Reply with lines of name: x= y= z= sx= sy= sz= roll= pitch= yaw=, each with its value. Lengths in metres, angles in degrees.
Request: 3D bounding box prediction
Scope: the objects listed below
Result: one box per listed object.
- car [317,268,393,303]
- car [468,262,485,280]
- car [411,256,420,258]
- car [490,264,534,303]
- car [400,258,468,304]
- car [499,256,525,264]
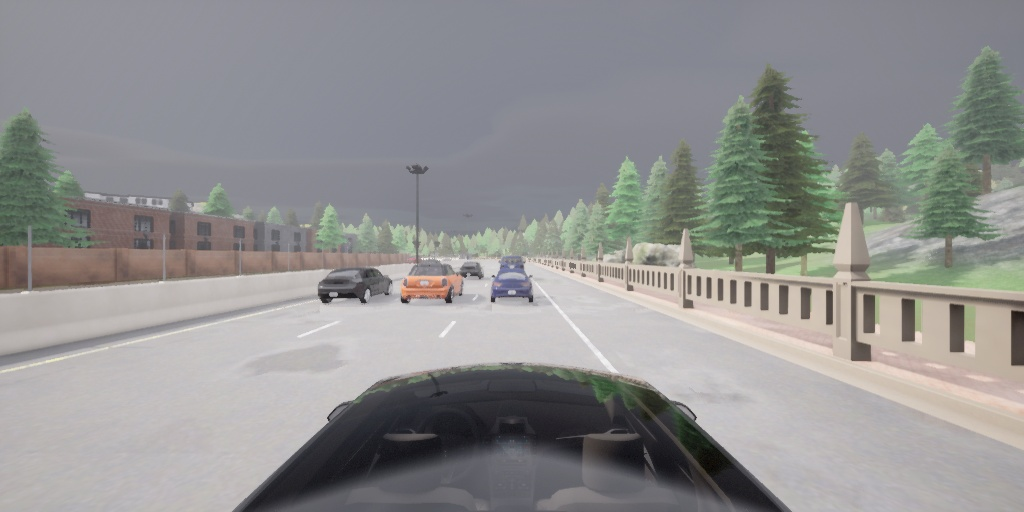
car: x=-7.000 y=1.263 z=16.500 sx=1.837 sy=1.490 sz=4.892 roll=0 pitch=0 yaw=0
car: x=-3.500 y=1.264 z=31.500 sx=1.837 sy=1.490 sz=4.892 roll=0 pitch=0 yaw=0
car: x=-7.000 y=1.113 z=31.470 sx=2.097 sy=1.767 sz=4.553 roll=0 pitch=0 yaw=0
car: x=0.000 y=1.280 z=16.500 sx=1.812 sy=1.442 sz=4.674 roll=0 pitch=0 yaw=0
car: x=-3.500 y=1.113 z=16.470 sx=2.097 sy=1.767 sz=4.553 roll=0 pitch=0 yaw=0
car: x=0.000 y=1.005 z=31.530 sx=2.150 sy=2.045 sz=5.566 roll=0 pitch=0 yaw=0
